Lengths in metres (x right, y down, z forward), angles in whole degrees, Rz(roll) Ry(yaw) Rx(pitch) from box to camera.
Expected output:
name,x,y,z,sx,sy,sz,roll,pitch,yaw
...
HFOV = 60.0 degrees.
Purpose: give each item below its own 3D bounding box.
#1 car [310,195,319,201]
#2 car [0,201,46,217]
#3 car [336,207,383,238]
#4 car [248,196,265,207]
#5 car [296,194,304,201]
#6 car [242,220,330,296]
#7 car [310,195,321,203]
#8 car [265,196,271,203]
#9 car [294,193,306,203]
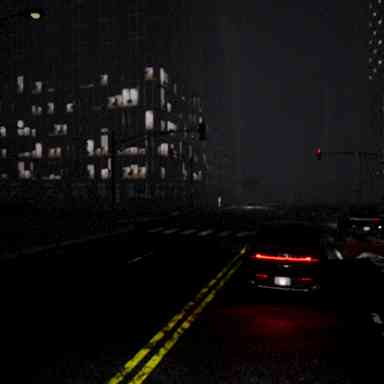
name,x,y,z,sx,sy,sz,roll,pitch,yaw
car,28.863,1.382,78.429,1.994,1.385,4.181,0,0,18
car,-14.782,1.436,28.915,4.313,1.339,1.947,1,1,19
car,9.127,1.591,18.213,2.128,1.511,4.902,0,-1,18
car,9.989,1.530,52.553,1.812,1.442,4.674,0,0,18
car,25.776,1.305,79.446,1.882,1.535,5.008,0,0,18
car,2.540,1.508,8.856,1.837,1.490,4.892,0,0,18
car,25.605,1.535,68.532,2.033,1.411,5.357,0,0,18
car,14.921,1.525,67.266,1.812,1.442,4.674,0,0,18
car,22.529,1.218,69.579,2.150,2.045,5.566,0,0,18
